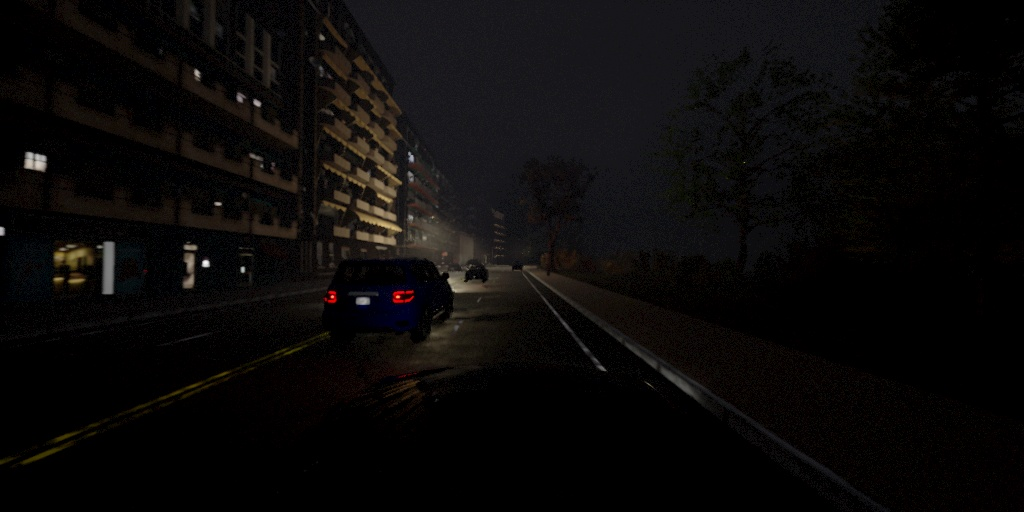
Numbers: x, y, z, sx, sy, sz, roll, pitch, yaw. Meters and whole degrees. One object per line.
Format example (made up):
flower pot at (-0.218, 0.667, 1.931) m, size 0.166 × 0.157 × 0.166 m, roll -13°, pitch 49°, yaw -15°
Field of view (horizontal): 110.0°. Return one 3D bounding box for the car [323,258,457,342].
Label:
car at (-3.150, 1.067, 10.259) m, size 2.150 × 2.045 × 5.566 m, roll 0°, pitch 0°, yaw 0°

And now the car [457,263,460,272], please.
car at (-9.787, 1.944, 61.071) m, size 1.812 × 1.442 × 4.674 m, roll 0°, pitch -1°, yaw 1°

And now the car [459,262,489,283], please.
car at (-3.184, 1.590, 32.892) m, size 2.128 × 1.511 × 4.902 m, roll 0°, pitch 0°, yaw 0°

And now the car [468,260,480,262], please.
car at (-6.537, 1.640, 61.096) m, size 2.150 × 2.045 × 5.566 m, roll 0°, pitch -1°, yaw 1°
